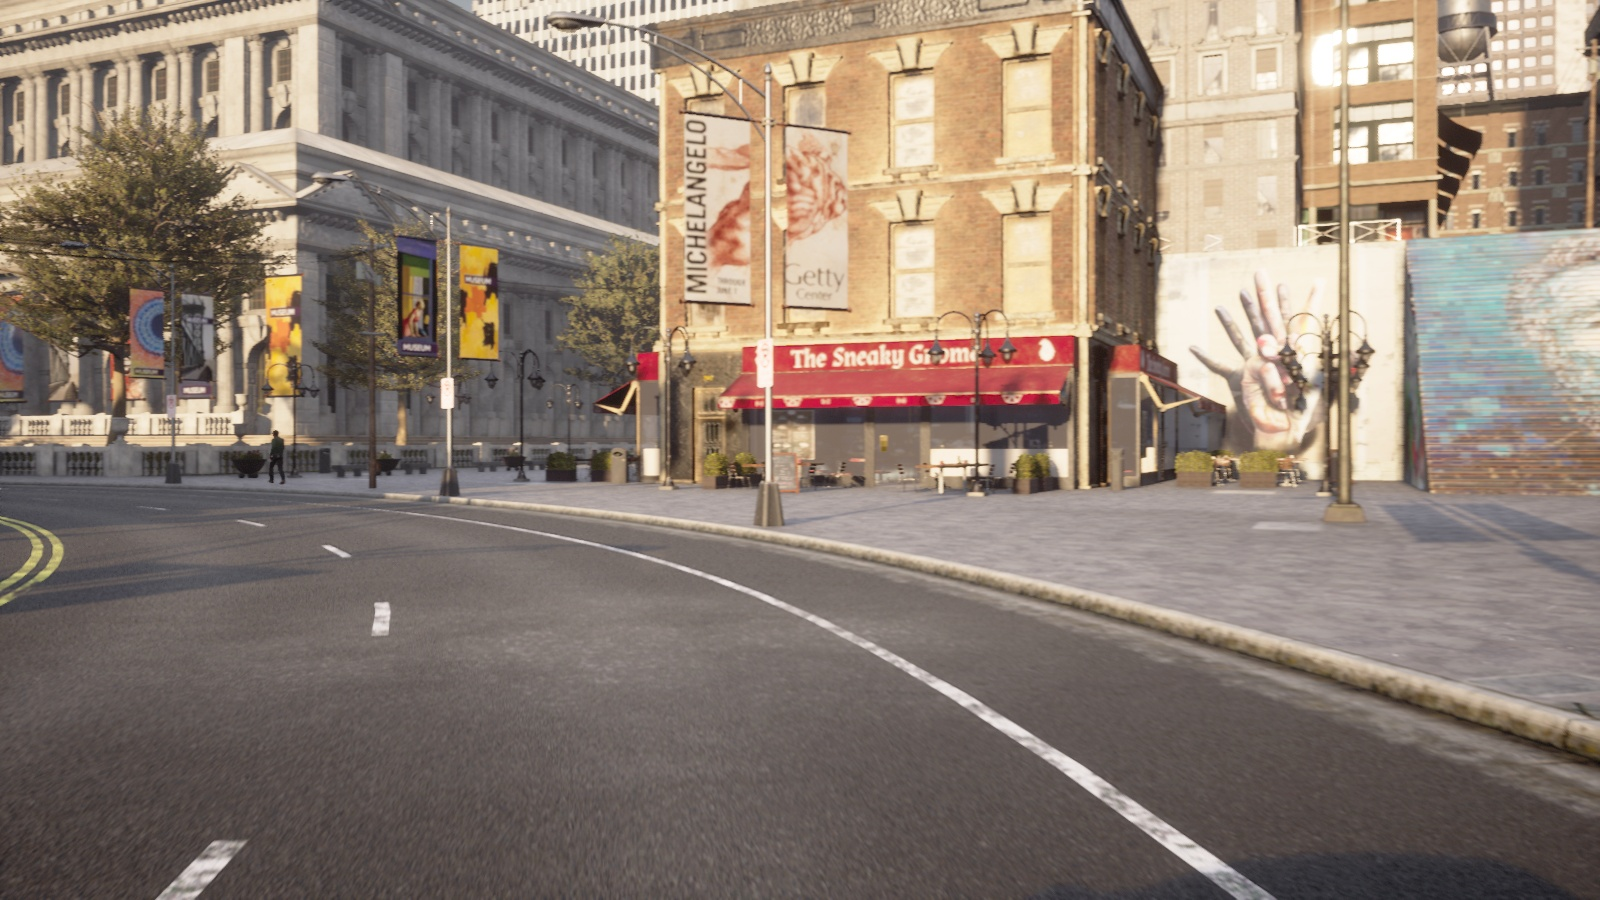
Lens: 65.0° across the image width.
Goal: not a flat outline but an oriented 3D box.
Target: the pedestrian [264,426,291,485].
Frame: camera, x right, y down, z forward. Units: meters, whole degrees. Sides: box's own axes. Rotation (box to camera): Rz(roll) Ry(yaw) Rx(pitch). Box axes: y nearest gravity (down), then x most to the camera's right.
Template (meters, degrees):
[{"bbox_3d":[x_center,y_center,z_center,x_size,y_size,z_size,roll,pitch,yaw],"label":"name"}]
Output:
[{"bbox_3d":[-17.170,0.177,41.229,0.788,1.949,0.423,0,0,31],"label":"pedestrian"}]
